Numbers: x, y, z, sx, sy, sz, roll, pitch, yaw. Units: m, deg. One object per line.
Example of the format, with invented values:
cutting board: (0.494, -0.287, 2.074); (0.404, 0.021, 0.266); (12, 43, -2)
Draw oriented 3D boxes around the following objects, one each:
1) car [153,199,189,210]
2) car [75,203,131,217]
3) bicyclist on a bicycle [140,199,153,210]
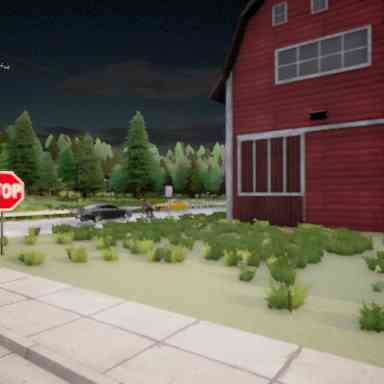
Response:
car: (-2.350, 1.549, 38.367); (1.882, 1.535, 5.008); (0, 0, 37)
car: (-6.865, 1.587, 26.146); (1.812, 1.442, 4.674); (0, 0, 37)
bicyclist on a bicycle: (-3.351, 1.351, 24.449); (1.656, 1.620, 0.582); (-1, 0, 37)
